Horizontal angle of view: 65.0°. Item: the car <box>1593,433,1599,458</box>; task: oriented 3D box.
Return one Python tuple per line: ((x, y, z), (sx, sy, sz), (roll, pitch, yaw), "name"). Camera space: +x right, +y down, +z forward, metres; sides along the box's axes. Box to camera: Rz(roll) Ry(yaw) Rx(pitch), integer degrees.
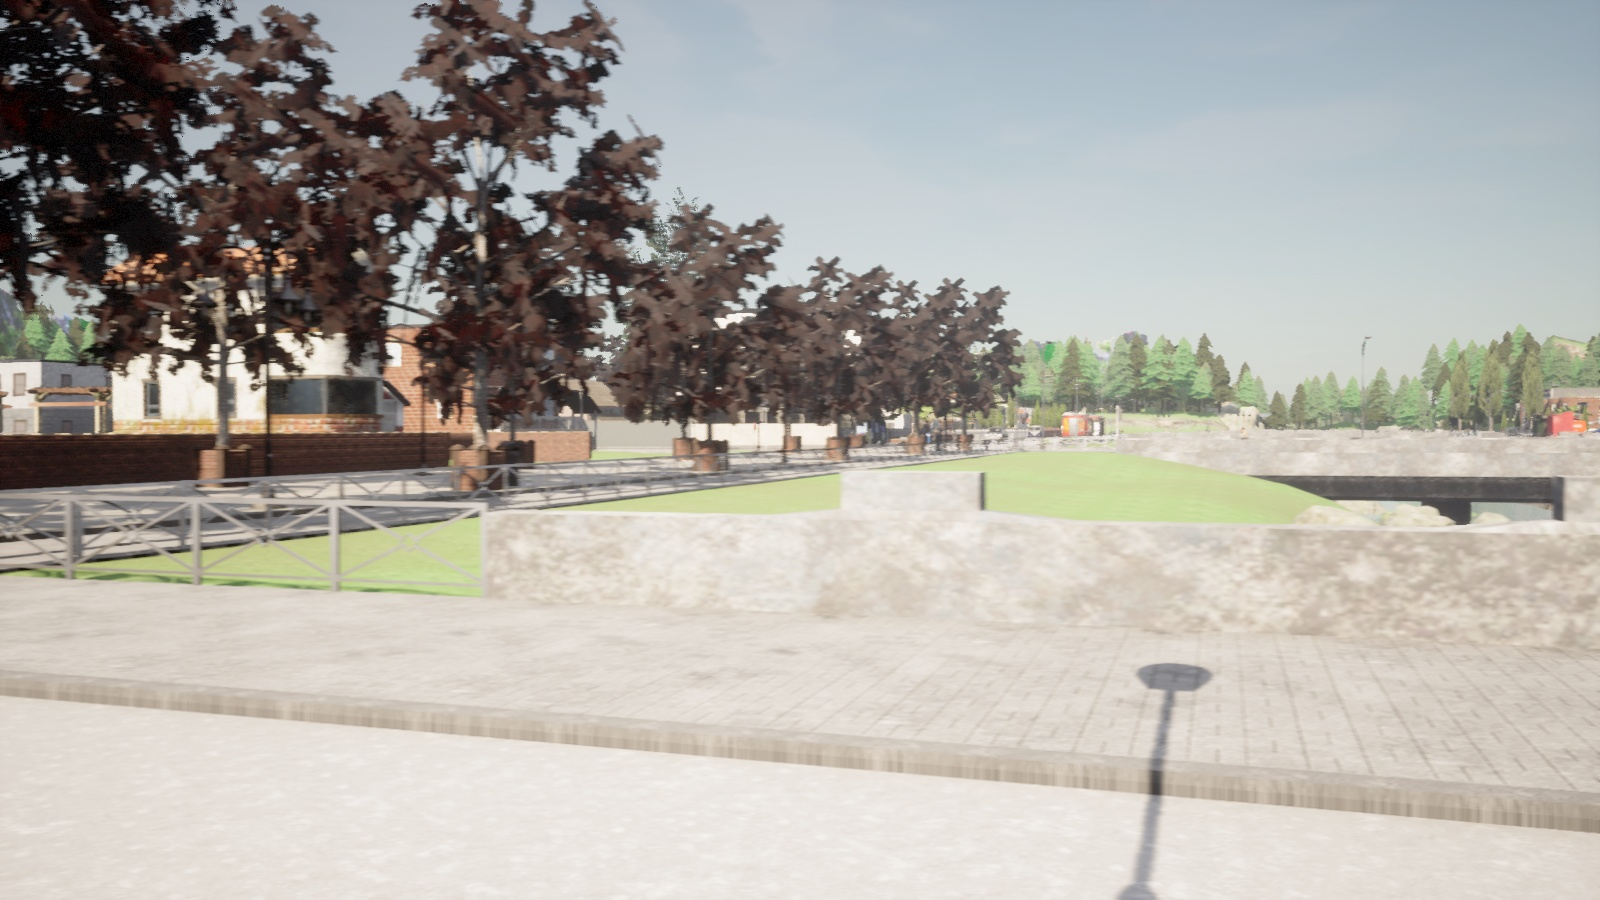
((51.812, -0.270, 77.450), (4.514, 1.525, 2.007), (1, 1, 19), "car")
